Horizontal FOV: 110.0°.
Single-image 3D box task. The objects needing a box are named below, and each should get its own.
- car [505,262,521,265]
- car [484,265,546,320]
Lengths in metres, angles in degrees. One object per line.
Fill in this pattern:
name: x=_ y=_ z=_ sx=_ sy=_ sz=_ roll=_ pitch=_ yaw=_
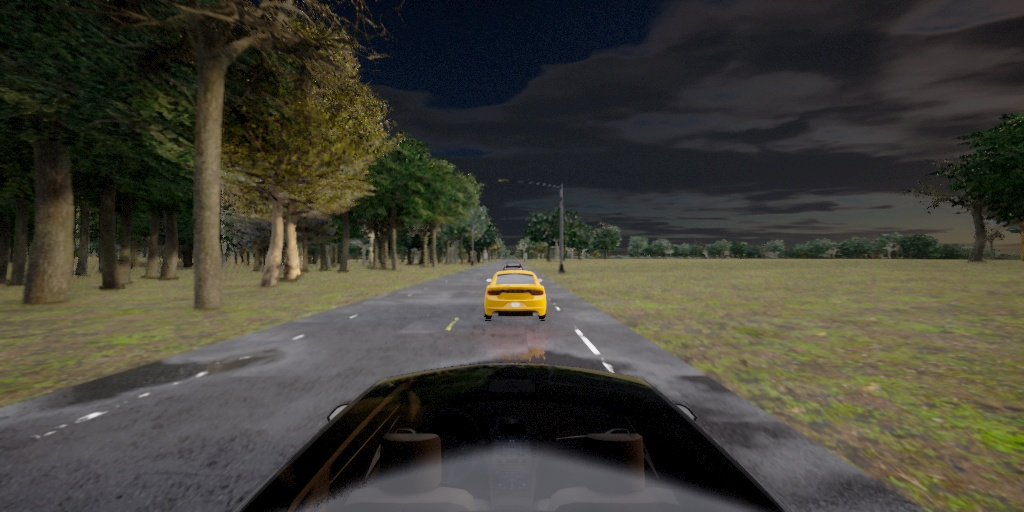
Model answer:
car: x=0.101 y=1.273 z=33.123 sx=2.128 sy=1.511 sz=4.902 roll=0 pitch=0 yaw=0
car: x=0.100 y=1.235 z=12.684 sx=1.882 sy=1.535 sz=5.008 roll=0 pitch=0 yaw=0
